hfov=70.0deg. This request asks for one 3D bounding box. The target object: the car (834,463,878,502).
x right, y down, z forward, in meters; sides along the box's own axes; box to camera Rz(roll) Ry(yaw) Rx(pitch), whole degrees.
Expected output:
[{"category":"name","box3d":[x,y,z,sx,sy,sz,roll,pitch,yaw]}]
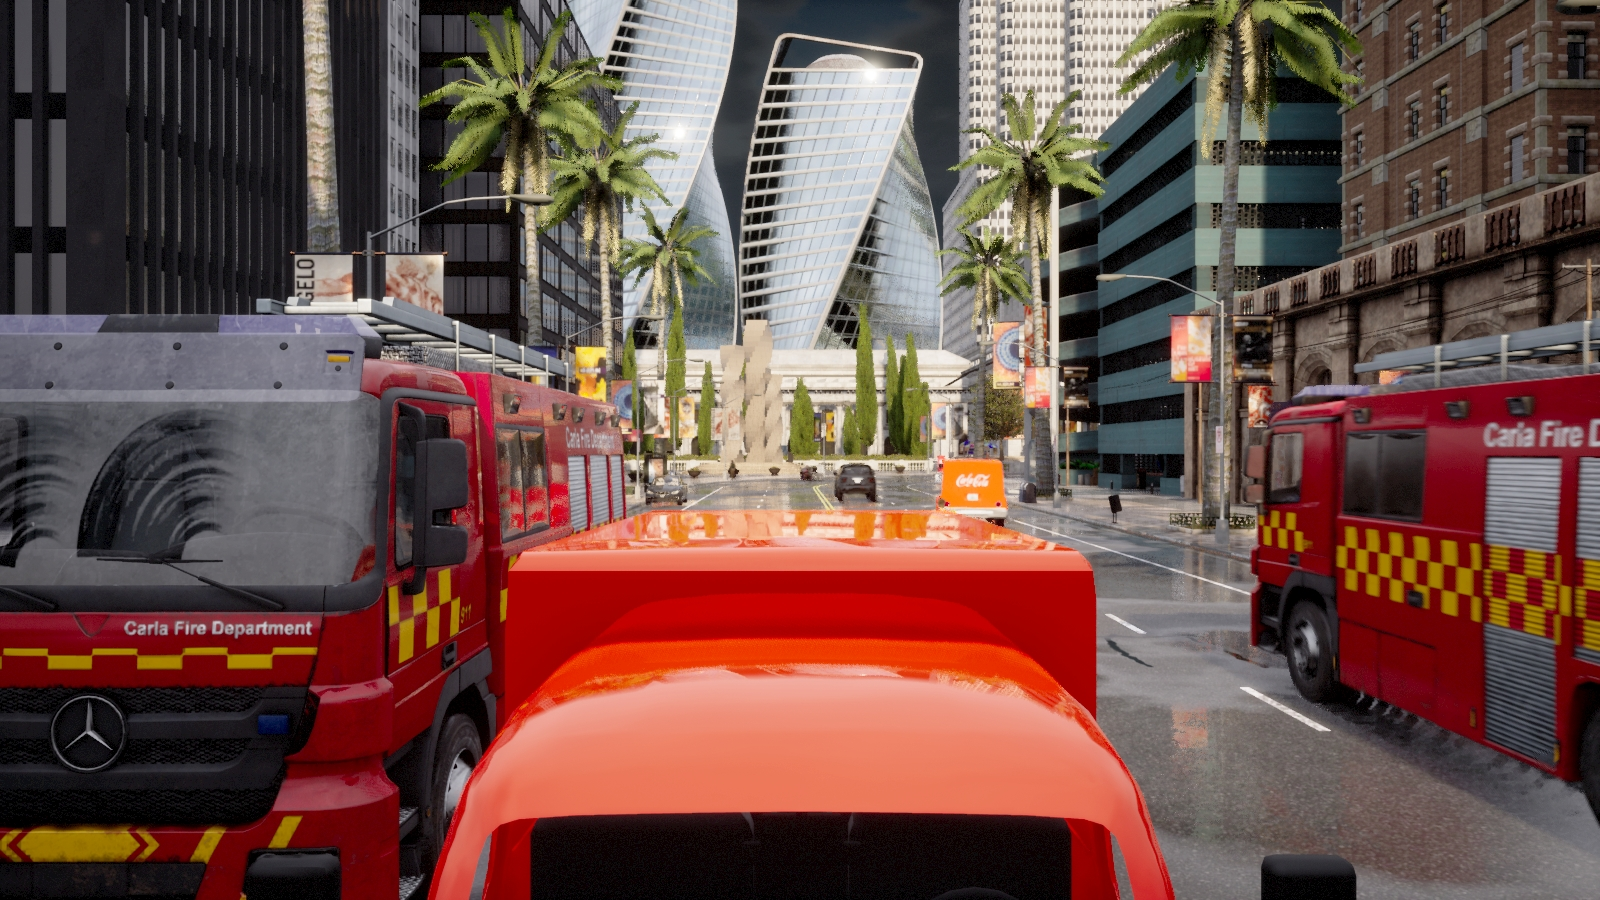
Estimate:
[{"category":"car","box3d":[3.105,1.803,64.774,2.150,2.045,5.566,0,0,-1]}]

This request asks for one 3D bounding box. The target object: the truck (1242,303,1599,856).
[{"category":"truck","box3d":[6.988,0.895,10.114,2.891,3.827,8.468,0,0,0]}]

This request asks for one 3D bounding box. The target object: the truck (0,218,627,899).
[{"category":"truck","box3d":[-3.491,0.895,9.272,2.891,3.827,8.468,0,0,0]}]

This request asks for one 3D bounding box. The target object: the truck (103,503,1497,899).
[{"category":"truck","box3d":[-0.001,1.571,4.755,2.627,2.467,5.204,0,0,0]}]

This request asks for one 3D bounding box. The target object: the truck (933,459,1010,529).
[{"category":"truck","box3d":[6.437,1.584,43.540,2.627,2.467,5.204,0,0,5]}]
